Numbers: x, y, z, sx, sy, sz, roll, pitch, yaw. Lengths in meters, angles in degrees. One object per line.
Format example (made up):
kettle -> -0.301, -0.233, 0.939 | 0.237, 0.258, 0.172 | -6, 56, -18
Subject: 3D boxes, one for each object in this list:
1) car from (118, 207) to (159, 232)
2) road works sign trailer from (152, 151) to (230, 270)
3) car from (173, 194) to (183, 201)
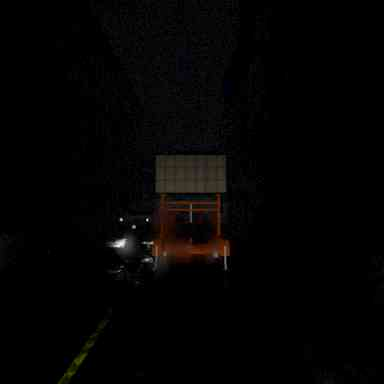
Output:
car -> -3.167, 1.598, 20.372 | 1.895, 1.301, 4.718 | 0, 0, 0
road works sign trailer -> -0.034, 0.463, 10.987 | 2.380, 3.560, 2.880 | 0, 0, 0
car -> -3.271, 1.304, 79.228 | 2.097, 1.767, 4.553 | 0, 0, 0
